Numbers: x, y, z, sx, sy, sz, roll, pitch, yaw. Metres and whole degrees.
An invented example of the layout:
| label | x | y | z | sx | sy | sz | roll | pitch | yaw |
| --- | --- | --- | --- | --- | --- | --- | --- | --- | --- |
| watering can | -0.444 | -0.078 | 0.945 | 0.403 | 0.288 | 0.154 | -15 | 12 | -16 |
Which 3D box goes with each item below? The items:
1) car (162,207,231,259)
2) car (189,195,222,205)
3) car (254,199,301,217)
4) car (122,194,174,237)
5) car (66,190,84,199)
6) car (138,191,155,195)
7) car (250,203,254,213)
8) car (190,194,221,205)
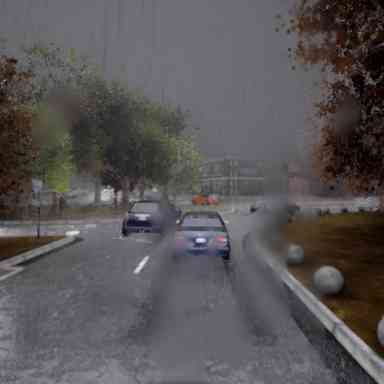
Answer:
| label | x | y | z | sx | sy | sz | roll | pitch | yaw |
| --- | --- | --- | --- | --- | --- | --- | --- | --- | --- |
| car | 0.356 | 1.398 | 11.911 | 2.033 | 1.411 | 5.357 | 0 | 0 | 2 |
| car | 2.264 | 1.323 | 55.785 | 5.357 | 1.411 | 2.033 | 0 | 0 | 40 |
| car | 7.552 | 1.367 | 28.127 | 2.033 | 1.411 | 5.357 | 0 | 0 | 36 |
| car | -1.777 | 1.171 | 16.728 | 2.097 | 1.767 | 4.553 | 0 | 0 | 11 |
| car | -31.304 | 0.855 | 86.415 | 4.553 | 1.767 | 2.185 | 0 | 1 | -14 |
| car | -11.372 | 1.064 | 89.540 | 4.792 | 1.488 | 2.163 | 0 | 0 | -14 |
| car | 7.655 | 1.377 | 33.299 | 1.994 | 1.385 | 4.181 | 0 | 0 | 44 |
| car | 1.957 | 1.131 | 51.604 | 2.097 | 1.767 | 4.553 | 0 | 0 | -40 |
